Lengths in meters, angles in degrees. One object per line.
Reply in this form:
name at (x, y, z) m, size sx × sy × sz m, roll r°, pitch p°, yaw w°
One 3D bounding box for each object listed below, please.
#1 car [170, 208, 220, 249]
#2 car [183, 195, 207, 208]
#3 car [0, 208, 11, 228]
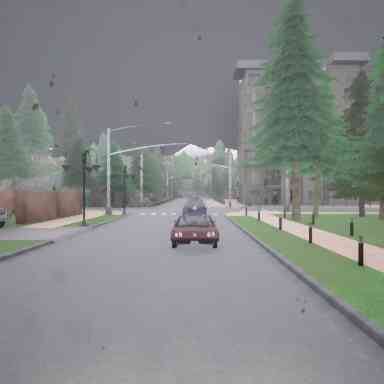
car at (0.125, 1.614, 14.592) m, size 1.895 × 1.301 × 4.718 m, roll 0°, pitch 0°, yaw 0°
car at (0.254, 1.364, 29.532) m, size 2.097 × 1.767 × 4.553 m, roll 0°, pitch 0°, yaw 0°
car at (-12.680, 1.171, 18.434) m, size 4.605 × 1.855 × 1.932 m, roll 0°, pitch 0°, yaw 0°
